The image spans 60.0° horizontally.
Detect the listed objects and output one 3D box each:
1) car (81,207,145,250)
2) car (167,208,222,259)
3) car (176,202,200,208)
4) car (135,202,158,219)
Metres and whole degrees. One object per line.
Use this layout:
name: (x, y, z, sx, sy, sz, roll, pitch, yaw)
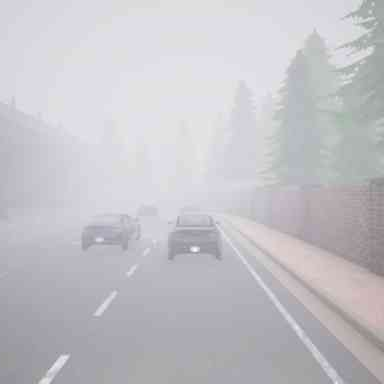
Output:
car: (-3.421, 1.595, 14.560, 1.812, 1.442, 4.674, 0, 0, 0)
car: (0.095, 1.566, 12.908, 1.837, 1.490, 4.892, 0, 0, 0)
car: (-0.294, 1.644, 29.372, 1.837, 1.490, 4.892, 0, 0, -5)
car: (-4.208, 1.624, 30.901, 1.882, 1.535, 5.008, 0, 0, -10)
